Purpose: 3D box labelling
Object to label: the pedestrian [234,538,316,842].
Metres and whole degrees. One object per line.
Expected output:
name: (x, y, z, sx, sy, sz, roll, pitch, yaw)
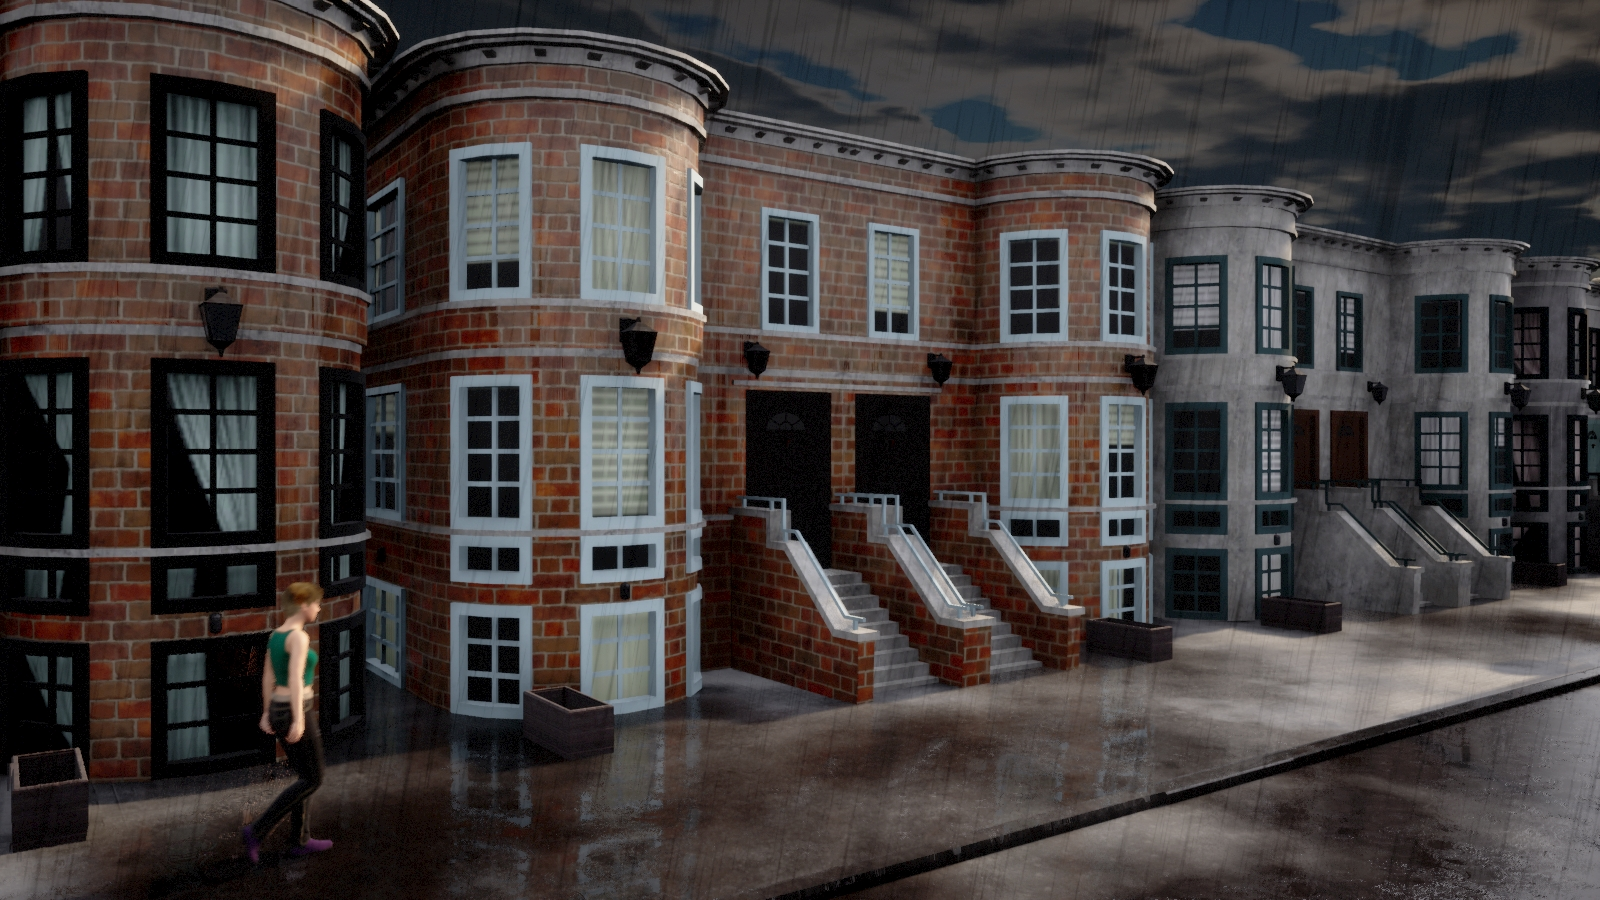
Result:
pedestrian: (-3.406, 1.523, 7.416, 0.375, 1.860, 0.375, 0, 0, -45)
